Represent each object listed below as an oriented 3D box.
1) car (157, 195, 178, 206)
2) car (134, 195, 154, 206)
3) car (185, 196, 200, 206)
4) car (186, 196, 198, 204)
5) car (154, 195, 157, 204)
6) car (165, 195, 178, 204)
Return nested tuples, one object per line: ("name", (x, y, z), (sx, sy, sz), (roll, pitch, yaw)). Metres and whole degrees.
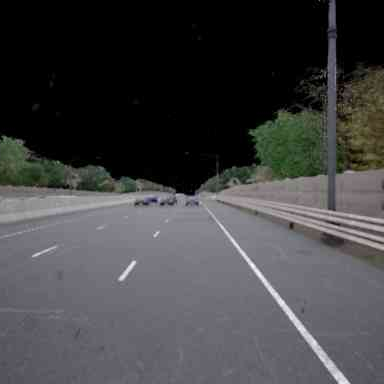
("car", (-3.492, 1.344, 47.419), (1.895, 1.301, 4.718), (0, 0, 0))
("car", (-6.991, 1.344, 47.549), (1.895, 1.301, 4.718), (0, 0, 0))
("car", (0.008, 1.268, 47.355), (1.812, 1.442, 4.674), (0, 0, 0))
("car", (0.011, 1.324, 57.670), (1.994, 1.385, 4.181), (0, 0, 0))
("car", (-6.980, 1.239, 58.681), (1.882, 1.535, 5.008), (0, 0, 0))
("car", (-3.488, 1.265, 57.622), (1.837, 1.490, 4.892), (0, 0, 0))
